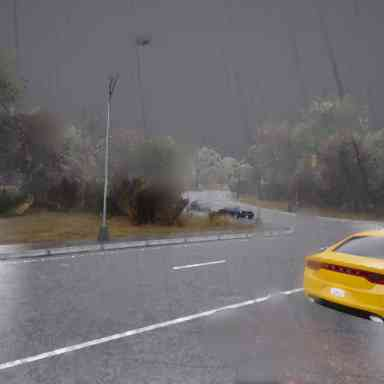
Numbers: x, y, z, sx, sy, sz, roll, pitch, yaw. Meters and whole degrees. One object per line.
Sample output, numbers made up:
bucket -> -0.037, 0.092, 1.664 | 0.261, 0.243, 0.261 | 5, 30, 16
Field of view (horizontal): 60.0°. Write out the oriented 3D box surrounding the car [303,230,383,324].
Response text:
car -> 4.431, 1.544, 6.915 | 5.008, 1.535, 1.882 | 1, -1, -35

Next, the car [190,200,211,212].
car -> 1.135, 1.896, 45.225 | 1.837, 1.490, 4.892 | 2, 1, -17

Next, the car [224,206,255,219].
car -> 4.706, 2.145, 35.463 | 1.895, 1.301, 4.718 | 3, -1, -22
